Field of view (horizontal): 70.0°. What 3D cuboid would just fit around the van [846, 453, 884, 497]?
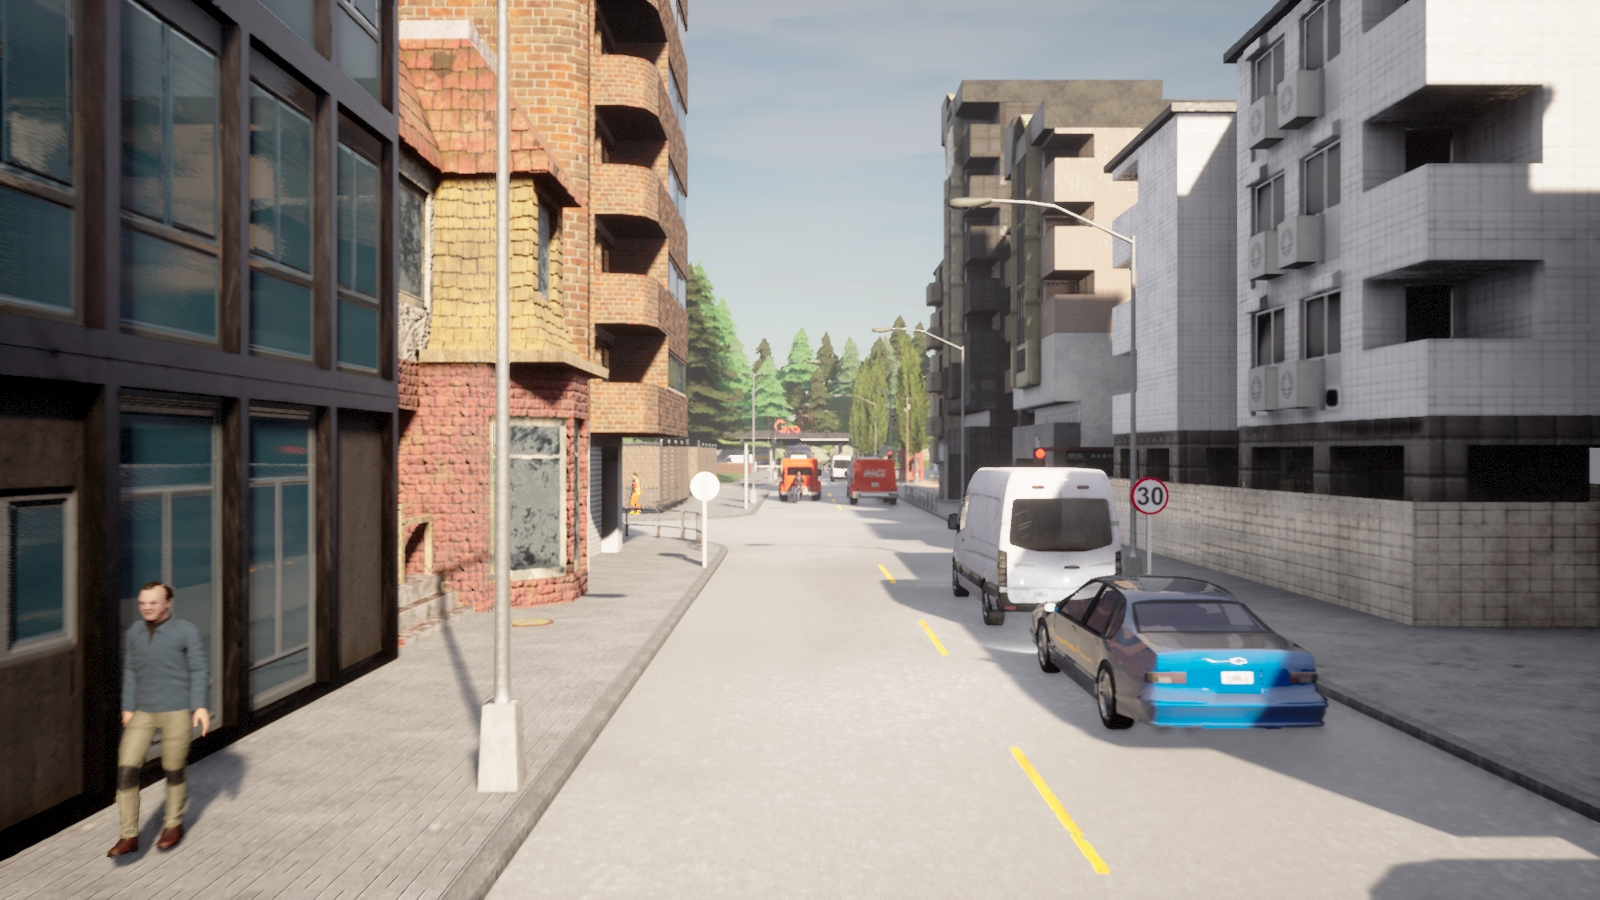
[{"bbox_3d":[3.925,1.478,70.058,1.988,2.561,5.915,0,0,0],"label":"van"}]

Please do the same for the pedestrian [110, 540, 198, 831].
[{"bbox_3d":[-4.302,1.546,7.617,0.375,1.860,0.375,0,0,-2],"label":"pedestrian"}]

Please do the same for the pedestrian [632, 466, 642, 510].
[{"bbox_3d":[-7.021,1.641,49.231,0.375,1.860,0.375,0,0,-4],"label":"pedestrian"}]

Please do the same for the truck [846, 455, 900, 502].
[{"bbox_3d":[3.946,1.496,62.739,2.627,2.467,5.204,0,0,0],"label":"truck"}]

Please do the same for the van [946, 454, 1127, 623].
[{"bbox_3d":[3.984,1.365,20.374,1.988,2.561,5.915,0,0,0],"label":"van"}]

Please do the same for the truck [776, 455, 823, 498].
[{"bbox_3d":[-0.007,1.506,67.671,2.627,2.467,5.204,0,0,0],"label":"truck"}]

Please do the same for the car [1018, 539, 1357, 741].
[{"bbox_3d":[3.999,1.920,12.970,2.033,1.411,5.357,0,0,0],"label":"car"}]
